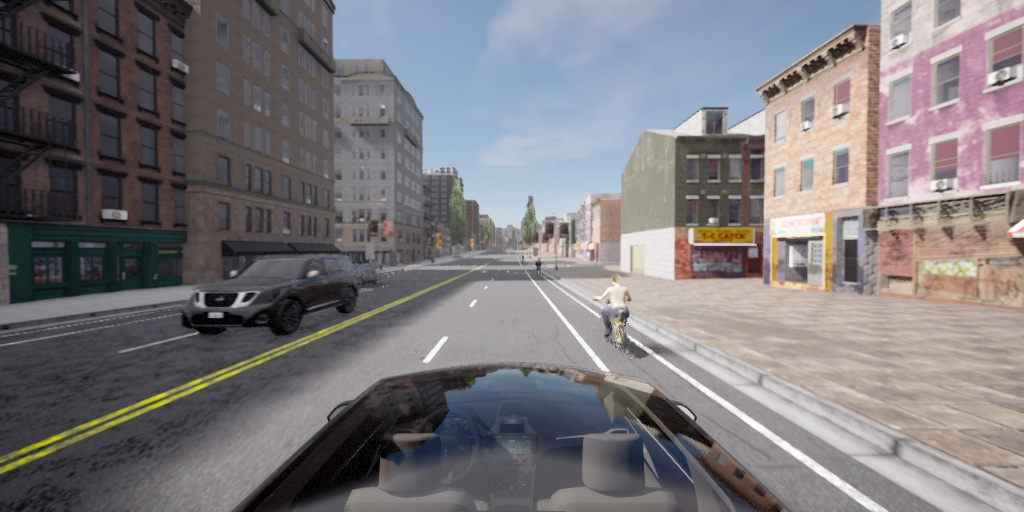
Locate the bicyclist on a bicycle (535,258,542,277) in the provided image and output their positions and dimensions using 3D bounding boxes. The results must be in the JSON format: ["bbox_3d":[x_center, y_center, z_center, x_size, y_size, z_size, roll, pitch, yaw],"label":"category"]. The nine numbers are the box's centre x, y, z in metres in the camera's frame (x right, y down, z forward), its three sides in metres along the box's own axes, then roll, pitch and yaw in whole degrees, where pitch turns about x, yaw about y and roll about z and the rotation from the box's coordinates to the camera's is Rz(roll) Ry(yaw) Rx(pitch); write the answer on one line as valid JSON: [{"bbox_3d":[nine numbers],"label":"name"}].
[{"bbox_3d":[2.260,1.043,30.789,0.659,1.776,1.843,0,0,0],"label":"bicyclist on a bicycle"}]

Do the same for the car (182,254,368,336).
[{"bbox_3d":[-6.598,0.965,10.753,2.150,2.045,5.566,0,0,0],"label":"car"}]

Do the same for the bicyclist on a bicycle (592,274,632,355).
[{"bbox_3d":[2.207,1.184,7.694,0.866,1.612,1.509,0,0,0],"label":"bicyclist on a bicycle"}]

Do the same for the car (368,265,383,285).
[{"bbox_3d":[-9.843,1.258,22.592,2.033,1.411,5.357,0,0,0],"label":"car"}]
